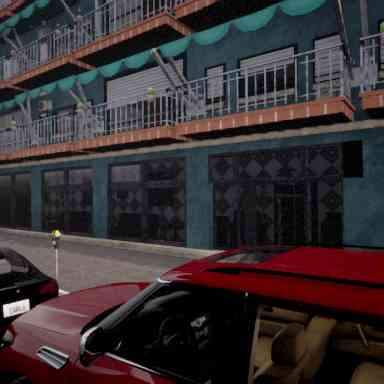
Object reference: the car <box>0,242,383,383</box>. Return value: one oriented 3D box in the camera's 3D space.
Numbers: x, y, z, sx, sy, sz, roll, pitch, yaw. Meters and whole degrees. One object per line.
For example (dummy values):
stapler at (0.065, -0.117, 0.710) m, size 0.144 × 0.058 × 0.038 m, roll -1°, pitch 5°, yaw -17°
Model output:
car at (0.608, 1.315, 2.303) m, size 5.009 × 1.841 × 2.192 m, roll 0°, pitch -1°, yaw 36°
